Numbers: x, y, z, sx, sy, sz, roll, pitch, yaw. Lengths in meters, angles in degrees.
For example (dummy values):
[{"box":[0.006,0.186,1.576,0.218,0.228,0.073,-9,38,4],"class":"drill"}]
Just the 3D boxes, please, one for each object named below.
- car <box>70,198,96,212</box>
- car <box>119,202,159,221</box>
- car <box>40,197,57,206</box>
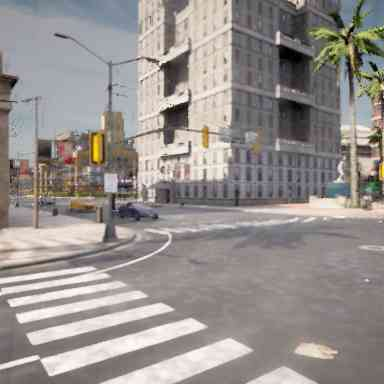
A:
[{"box":[-12.925,1.487,39.357,1.882,1.535,5.008,0,0,-36],"class":"car"},{"box":[-4.520,1.535,27.643,1.812,1.442,4.674,0,0,-36],"class":"car"},{"box":[-23.105,1.487,53.499,1.882,1.535,5.008,0,0,-36],"class":"car"}]
